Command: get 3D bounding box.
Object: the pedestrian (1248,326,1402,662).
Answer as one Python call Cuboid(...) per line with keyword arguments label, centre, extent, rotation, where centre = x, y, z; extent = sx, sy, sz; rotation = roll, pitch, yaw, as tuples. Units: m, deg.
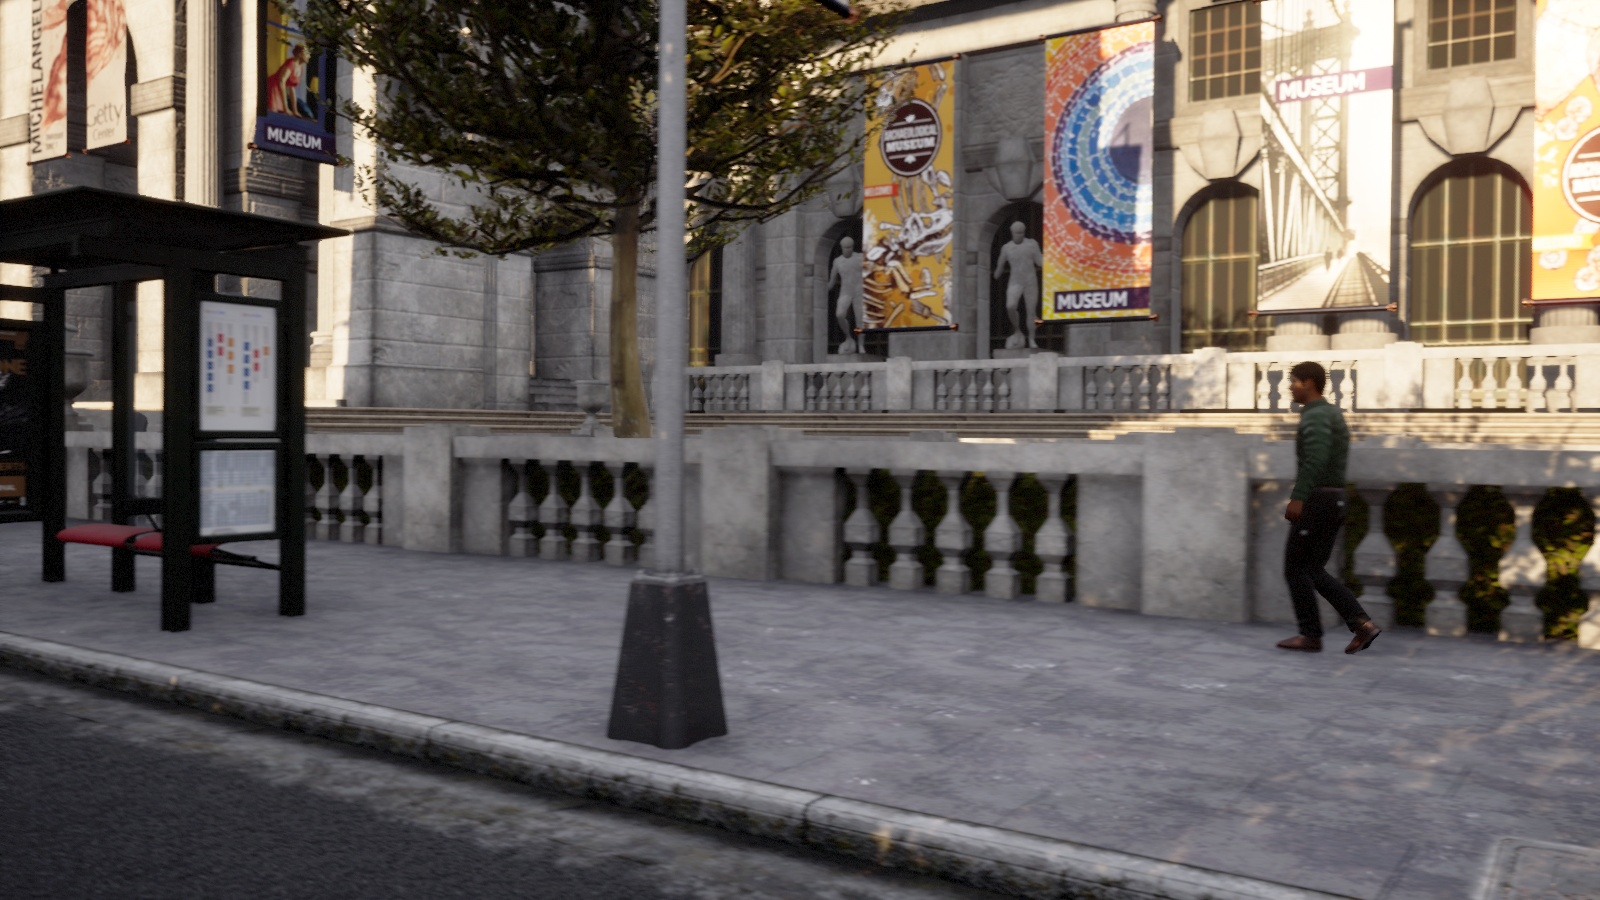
Cuboid(label="pedestrian", centre=(3.210, 0.254, 7.683), extent=(0.788, 1.949, 0.423), rotation=(0, 1, 36))
